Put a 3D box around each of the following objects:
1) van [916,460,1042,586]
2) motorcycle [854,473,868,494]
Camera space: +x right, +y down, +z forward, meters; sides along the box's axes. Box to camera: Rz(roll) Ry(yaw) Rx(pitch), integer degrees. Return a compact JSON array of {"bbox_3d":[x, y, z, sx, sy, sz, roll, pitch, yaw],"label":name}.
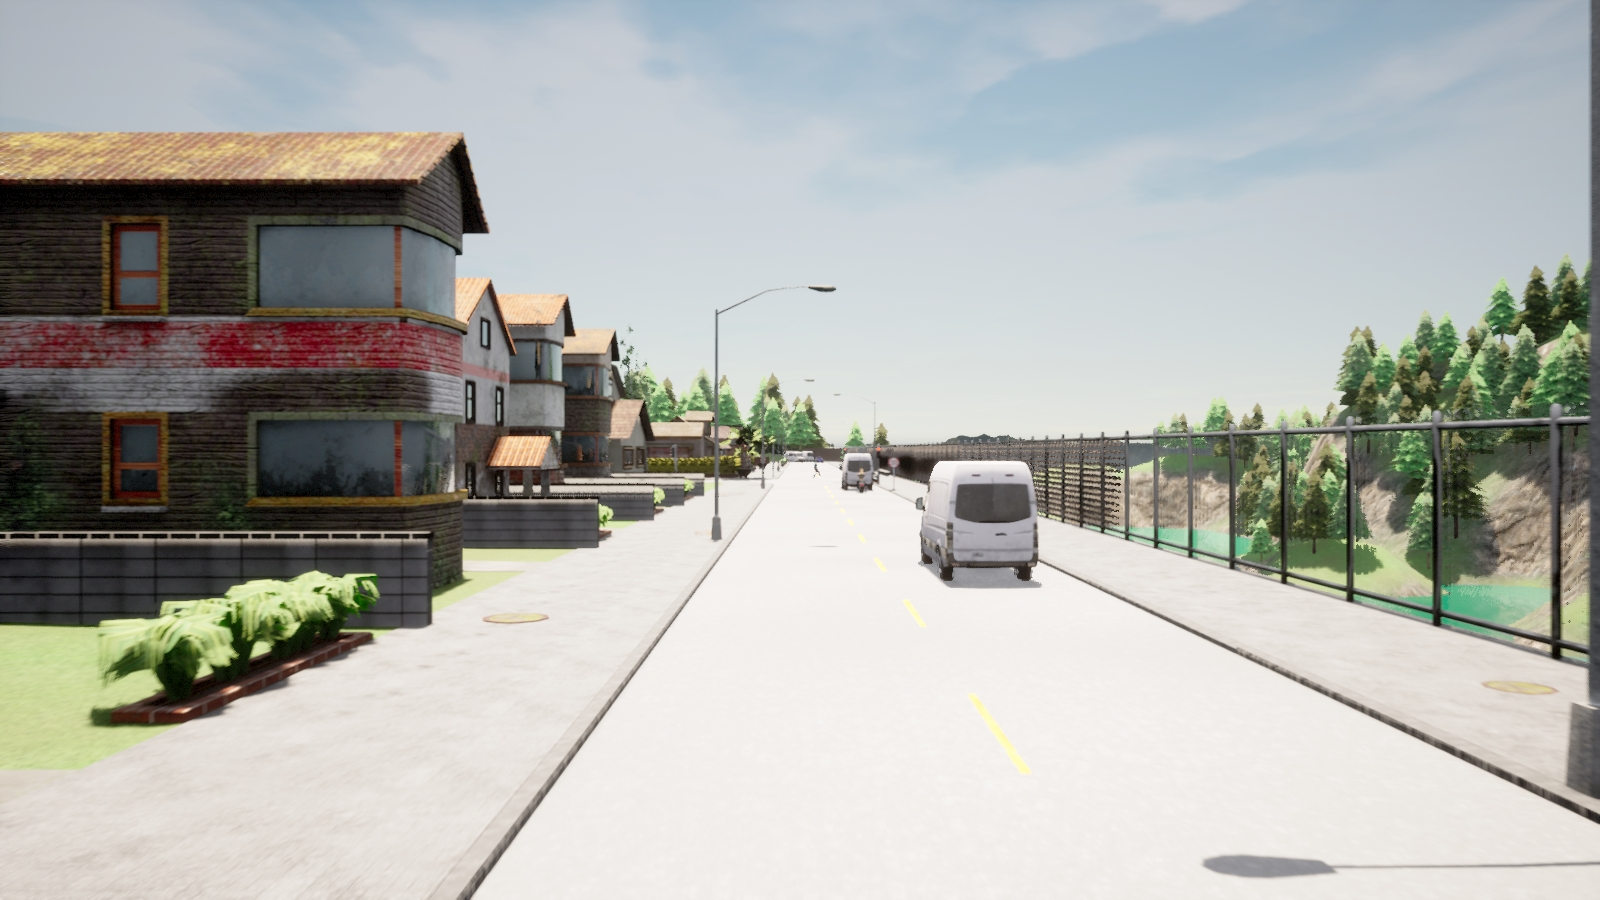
[{"bbox_3d":[3.994,1.534,26.540,1.988,2.561,5.915,0,0,0],"label":"van"},{"bbox_3d":[3.998,2.155,74.729,0.764,1.307,2.356,0,0,0],"label":"motorcycle"}]
